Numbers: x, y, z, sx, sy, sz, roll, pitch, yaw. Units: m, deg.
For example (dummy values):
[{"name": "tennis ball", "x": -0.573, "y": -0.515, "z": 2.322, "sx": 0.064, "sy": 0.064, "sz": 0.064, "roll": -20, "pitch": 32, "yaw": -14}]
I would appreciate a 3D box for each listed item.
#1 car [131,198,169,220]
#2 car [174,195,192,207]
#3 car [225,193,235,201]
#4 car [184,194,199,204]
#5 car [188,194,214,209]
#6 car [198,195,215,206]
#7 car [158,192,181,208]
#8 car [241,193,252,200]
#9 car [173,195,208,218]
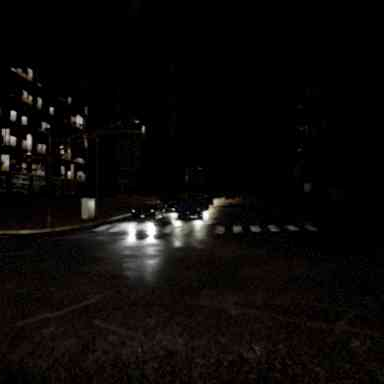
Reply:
[{"name": "car", "x": -3.410, "y": 1.456, "z": 26.776, "sx": 1.895, "sy": 1.301, "sz": 4.718, "roll": -1, "pitch": 0, "yaw": 6}, {"name": "car", "x": -1.201, "y": 1.175, "z": 46.583, "sx": 1.882, "sy": 1.535, "sz": 5.008, "roll": -1, "pitch": 0, "yaw": 6}, {"name": "car", "x": 7.749, "y": 0.937, "z": 67.972, "sx": 2.128, "sy": 1.511, "sz": 4.902, "roll": -2, "pitch": -1, "yaw": 6}, {"name": "car", "x": -0.025, "y": 1.108, "z": 56.719, "sx": 2.128, "sy": 1.511, "sz": 4.902, "roll": -1, "pitch": 0, "yaw": 6}, {"name": "car", "x": 0.980, "y": 1.231, "z": 36.948, "sx": 2.128, "sy": 1.511, "sz": 4.902, "roll": -1, "pitch": 0, "yaw": 6}, {"name": "car", "x": 2.174, "y": 1.202, "z": 47.522, "sx": 2.033, "sy": 1.411, "sz": 5.357, "roll": -1, "pitch": 0, "yaw": 7}, {"name": "car", "x": -2.350, "y": 0.999, "z": 36.480, "sx": 2.150, "sy": 2.045, "sz": 5.566, "roll": -1, "pitch": 0, "yaw": 6}, {"name": "car", "x": 10.931, "y": 0.872, "z": 67.058, "sx": 1.882, "sy": 1.535, "sz": 5.008, "roll": 1, "pitch": 0, "yaw": 6}, {"name": "car", "x": -0.029, "y": 1.289, "z": 27.813, "sx": 1.882, "sy": 1.535, "sz": 5.008, "roll": -1, "pitch": 0, "yaw": 6}]
